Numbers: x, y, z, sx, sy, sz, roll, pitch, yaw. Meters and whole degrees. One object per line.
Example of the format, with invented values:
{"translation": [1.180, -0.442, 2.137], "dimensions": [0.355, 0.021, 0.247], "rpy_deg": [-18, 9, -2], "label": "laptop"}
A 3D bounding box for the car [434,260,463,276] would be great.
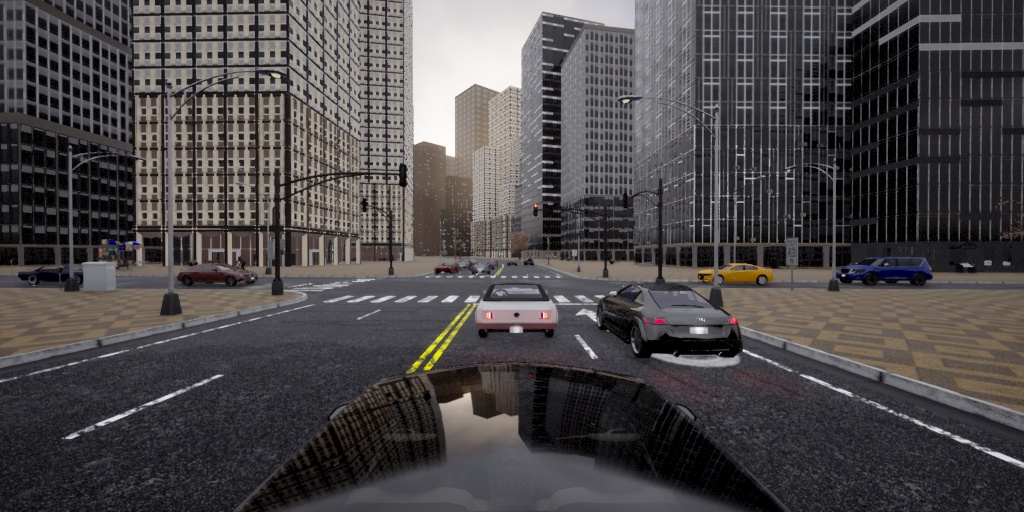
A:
{"translation": [-6.733, 1.326, 37.529], "dimensions": [1.895, 1.301, 4.718], "rpy_deg": [0, 0, 3], "label": "car"}

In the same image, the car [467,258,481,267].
{"translation": [-6.585, 1.155, 62.550], "dimensions": [1.882, 1.535, 5.008], "rpy_deg": [0, 0, 0], "label": "car"}

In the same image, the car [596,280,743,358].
{"translation": [3.356, 1.312, 8.470], "dimensions": [1.994, 1.385, 4.181], "rpy_deg": [0, 0, 0], "label": "car"}

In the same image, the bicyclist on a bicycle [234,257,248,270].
{"translation": [-24.699, 0.871, 32.632], "dimensions": [0.582, 1.620, 1.656], "rpy_deg": [0, 1, 1], "label": "bicyclist on a bicycle"}

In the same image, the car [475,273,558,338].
{"translation": [0.101, 1.348, 10.183], "dimensions": [1.895, 1.301, 4.718], "rpy_deg": [0, 0, 0], "label": "car"}

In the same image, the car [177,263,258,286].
{"translation": [-19.480, 1.193, 23.767], "dimensions": [4.674, 1.442, 1.812], "rpy_deg": [0, 0, 1], "label": "car"}

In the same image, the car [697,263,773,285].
{"translation": [16.316, 1.285, 26.346], "dimensions": [5.008, 1.535, 1.882], "rpy_deg": [0, 0, 1], "label": "car"}

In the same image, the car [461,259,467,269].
{"translation": [-6.570, 1.195, 50.333], "dimensions": [2.128, 1.511, 4.902], "rpy_deg": [0, 0, 0], "label": "car"}

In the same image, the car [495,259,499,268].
{"translation": [-3.318, 1.303, 50.624], "dimensions": [1.895, 1.301, 4.718], "rpy_deg": [0, 0, 0], "label": "car"}

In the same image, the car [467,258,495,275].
{"translation": [-3.217, 1.216, 37.868], "dimensions": [2.128, 1.511, 4.902], "rpy_deg": [0, 0, -2], "label": "car"}

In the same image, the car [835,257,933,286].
{"translation": [26.981, 1.077, 26.115], "dimensions": [5.566, 2.045, 2.150], "rpy_deg": [0, 0, 2], "label": "car"}

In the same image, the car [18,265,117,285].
{"translation": [-29.613, 1.221, 24.025], "dimensions": [4.718, 1.301, 1.895], "rpy_deg": [0, 0, 1], "label": "car"}
